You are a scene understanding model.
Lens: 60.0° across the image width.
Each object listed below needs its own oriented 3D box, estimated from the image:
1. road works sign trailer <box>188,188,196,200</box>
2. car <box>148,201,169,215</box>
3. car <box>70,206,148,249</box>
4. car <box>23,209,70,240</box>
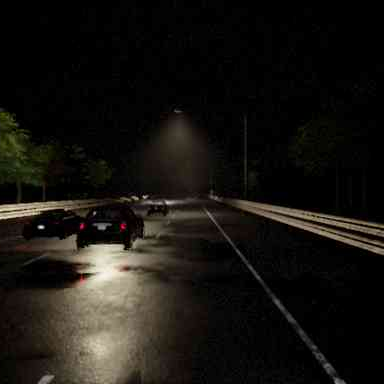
[{"bbox_3d":[0.017,0.551,93.105,2.380,3.560,2.880,0,0,0],"label":"road works sign trailer"},{"bbox_3d":[-3.394,1.595,33.979,2.033,1.411,5.357,0,0,0],"label":"car"},{"bbox_3d":[-3.397,1.375,14.691,2.097,1.767,4.553,0,0,0],"label":"car"},{"bbox_3d":[-6.896,1.590,17.211,1.994,1.385,4.181,0,0,0],"label":"car"}]
